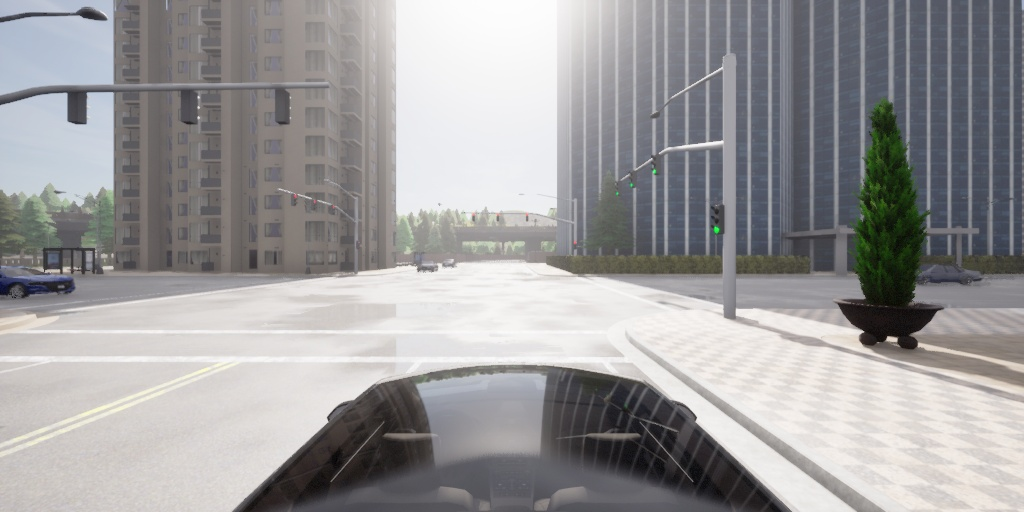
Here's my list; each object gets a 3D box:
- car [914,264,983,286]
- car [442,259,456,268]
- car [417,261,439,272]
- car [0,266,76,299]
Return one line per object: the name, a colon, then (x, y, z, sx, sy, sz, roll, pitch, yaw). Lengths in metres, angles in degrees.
car: (29.344, 1.295, 25.076, 5.357, 1.411, 2.033, 0, 0, -1)
car: (-10.555, 1.237, 60.319, 2.128, 1.511, 4.902, 0, 0, 0)
car: (-10.581, 1.310, 45.205, 1.994, 1.385, 4.181, 0, 0, 0)
car: (-24.456, 1.226, 17.441, 5.008, 1.535, 1.882, 0, 0, -1)
